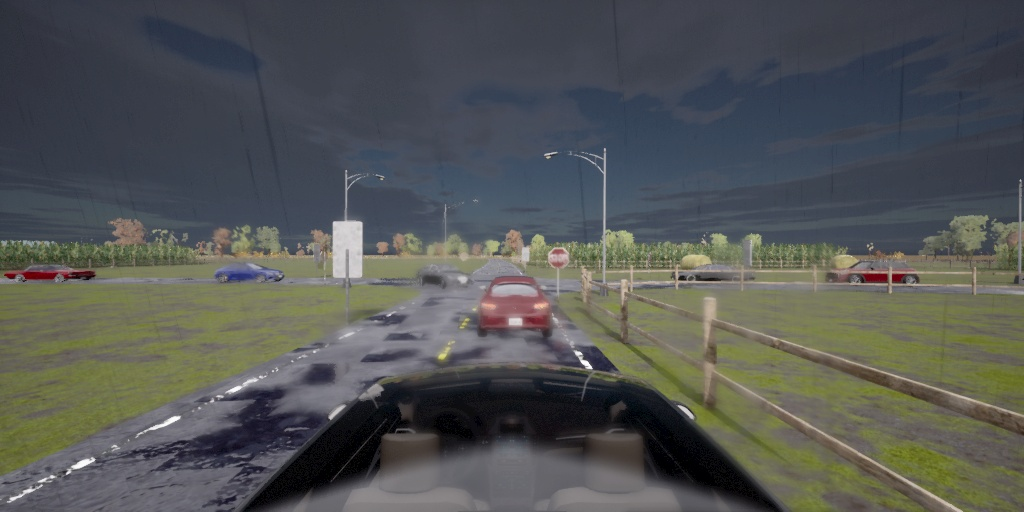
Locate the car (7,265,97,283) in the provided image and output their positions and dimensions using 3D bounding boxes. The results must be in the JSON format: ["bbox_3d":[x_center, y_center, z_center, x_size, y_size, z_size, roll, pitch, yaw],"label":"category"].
[{"bbox_3d":[-34.768,1.333,27.207,4.718,1.301,1.895,0,0,-1],"label":"car"}]

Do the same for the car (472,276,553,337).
[{"bbox_3d":[0.058,1.274,10.147,1.812,1.442,4.674,0,0,-1],"label":"car"}]

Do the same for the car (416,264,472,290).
[{"bbox_3d":[-4.353,1.241,22.753,2.128,1.511,4.902,1,0,-40],"label":"car"}]

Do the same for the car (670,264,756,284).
[{"bbox_3d":[14.581,1.293,26.208,5.357,1.411,2.033,0,0,10],"label":"car"}]

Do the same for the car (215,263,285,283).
[{"bbox_3d":[-19.682,1.263,26.941,4.674,1.442,1.812,0,0,2],"label":"car"}]

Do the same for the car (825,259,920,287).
[{"bbox_3d":[24.253,1.109,24.338,4.553,1.767,2.097,0,0,12],"label":"car"}]

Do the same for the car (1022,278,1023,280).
[{"bbox_3d":[35.081,1.370,21.846,4.718,1.301,1.895,0,0,15],"label":"car"}]
